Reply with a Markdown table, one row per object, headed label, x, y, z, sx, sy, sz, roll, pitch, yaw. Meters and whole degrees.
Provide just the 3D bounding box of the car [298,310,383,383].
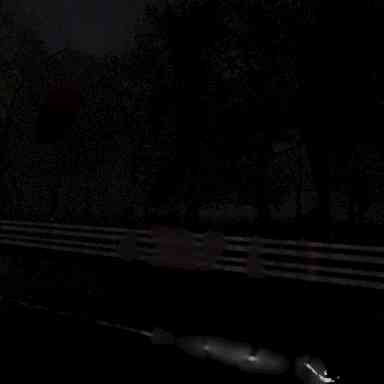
| label | x | y | z | sx | sy | sz | roll | pitch | yaw |
| --- | --- | --- | --- | --- | --- | --- | --- | --- | --- |
| car | 3.426 | 1.649 | 2.707 | 4.892 | 1.490 | 1.837 | 0 | -2 | 27 |
